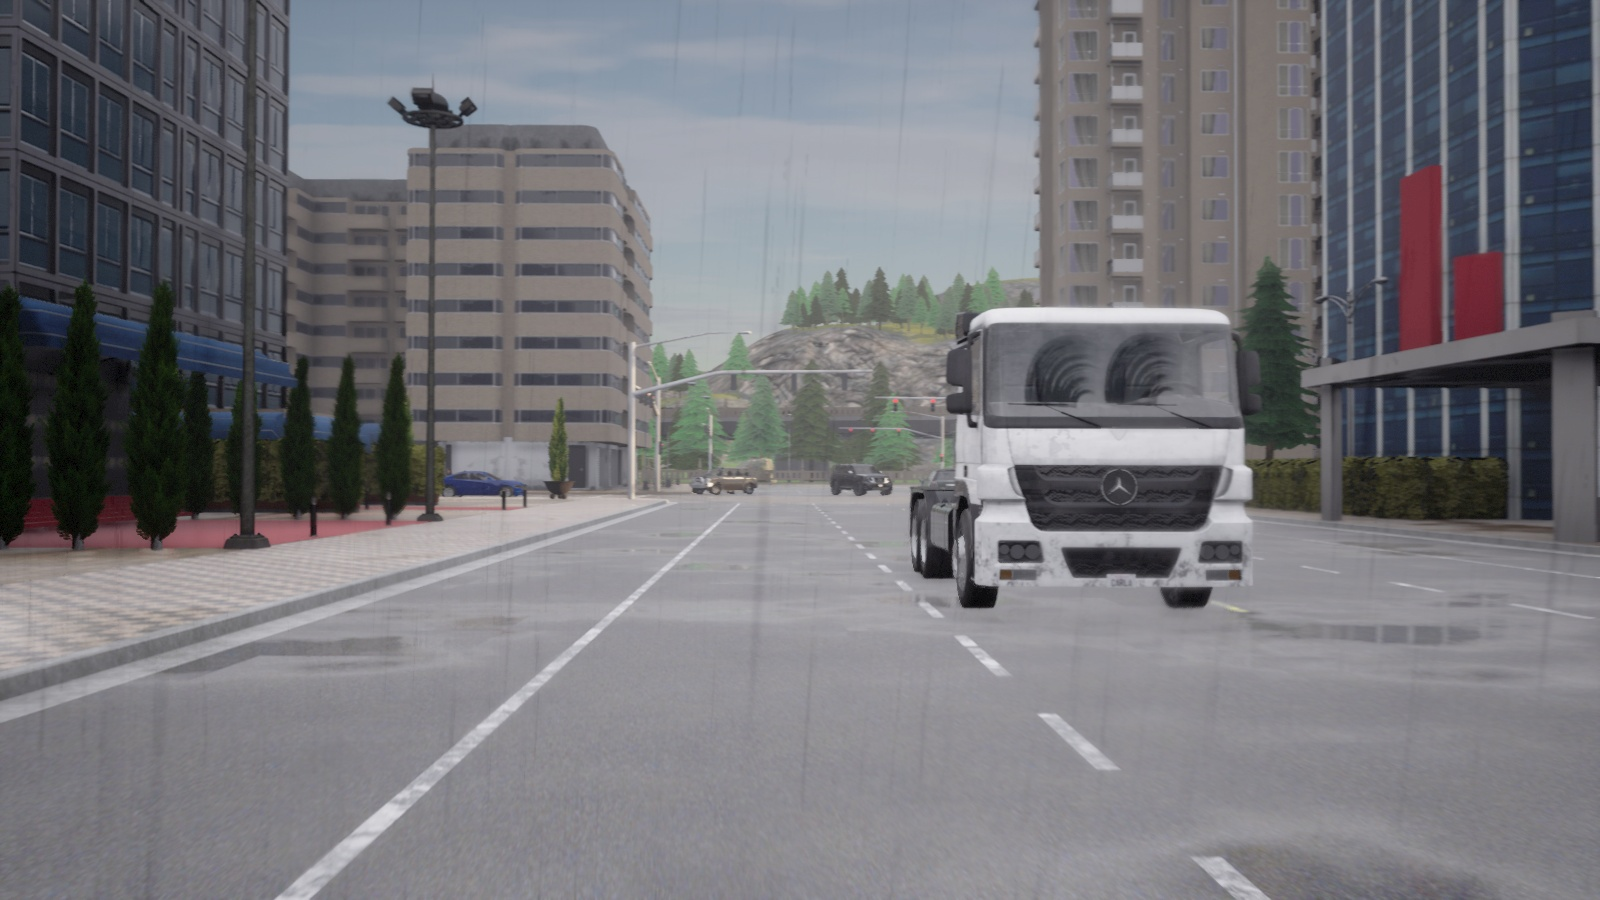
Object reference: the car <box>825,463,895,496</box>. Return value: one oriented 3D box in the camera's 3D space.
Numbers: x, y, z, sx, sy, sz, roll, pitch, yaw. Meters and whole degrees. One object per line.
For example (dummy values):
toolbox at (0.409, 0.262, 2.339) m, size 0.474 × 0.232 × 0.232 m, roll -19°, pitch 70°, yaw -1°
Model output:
car at (3.775, 1.856, 80.205) m, size 2.150 × 2.045 × 5.566 m, roll 0°, pitch -1°, yaw -25°

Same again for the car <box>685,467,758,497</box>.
car at (-5.035, 2.018, 81.130) m, size 4.605 × 1.855 × 1.932 m, roll 1°, pitch -1°, yaw -45°

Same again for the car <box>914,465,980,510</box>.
car at (5.979, 1.505, 51.530) m, size 2.097 × 1.767 × 4.553 m, roll 0°, pitch -1°, yaw -1°

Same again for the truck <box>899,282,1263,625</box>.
truck at (3.165, 0.095, 16.701) m, size 2.891 × 3.462 × 7.936 m, roll 0°, pitch -1°, yaw -1°

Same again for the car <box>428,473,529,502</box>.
car at (-17.435, 2.031, 68.197) m, size 5.008 × 1.535 × 1.882 m, roll 0°, pitch -1°, yaw -1°
